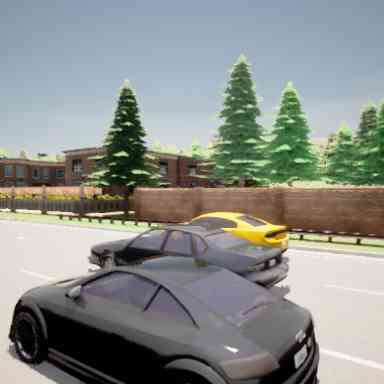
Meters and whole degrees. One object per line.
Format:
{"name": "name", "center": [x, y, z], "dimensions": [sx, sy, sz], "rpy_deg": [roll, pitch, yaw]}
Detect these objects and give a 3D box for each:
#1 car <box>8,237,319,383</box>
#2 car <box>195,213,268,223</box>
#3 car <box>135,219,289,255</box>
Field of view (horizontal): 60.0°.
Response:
{"name": "car", "center": [-0.574, 1.564, 4.402], "dimensions": [4.181, 1.385, 1.994], "rpy_deg": [0, 0, 35]}
{"name": "car", "center": [0.900, 1.478, 11.949], "dimensions": [5.008, 1.535, 1.882], "rpy_deg": [0, 0, 35]}
{"name": "car", "center": [-0.337, 1.548, 8.531], "dimensions": [5.357, 1.411, 2.033], "rpy_deg": [0, 0, 36]}
